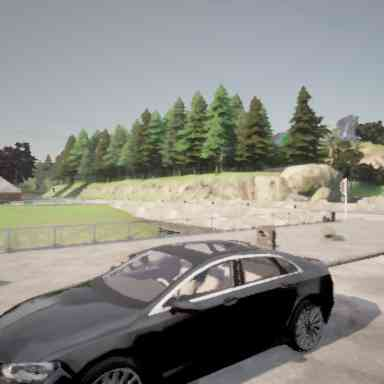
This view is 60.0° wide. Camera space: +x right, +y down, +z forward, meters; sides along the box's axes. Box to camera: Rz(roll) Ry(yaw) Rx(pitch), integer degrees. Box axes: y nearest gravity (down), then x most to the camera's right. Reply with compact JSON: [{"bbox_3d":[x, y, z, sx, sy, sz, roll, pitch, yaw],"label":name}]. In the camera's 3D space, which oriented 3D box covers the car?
[{"bbox_3d":[-0.023,1.489,4.565,4.902,1.511,2.128,0,0,-35],"label":"car"}]
